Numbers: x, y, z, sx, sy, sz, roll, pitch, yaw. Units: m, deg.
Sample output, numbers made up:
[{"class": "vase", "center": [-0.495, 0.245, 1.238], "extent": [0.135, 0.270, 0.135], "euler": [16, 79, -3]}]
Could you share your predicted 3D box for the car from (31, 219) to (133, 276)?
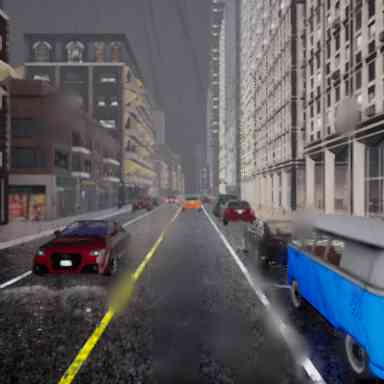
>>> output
[{"class": "car", "center": [-3.085, 1.550, 10.142], "extent": [1.994, 1.385, 4.181], "euler": [0, 0, 0]}]

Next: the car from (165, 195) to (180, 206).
[{"class": "car", "center": [-3.065, 1.292, 51.969], "extent": [2.097, 1.767, 4.553], "euler": [0, 0, 0]}]

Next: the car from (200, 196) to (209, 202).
[{"class": "car", "center": [2.698, 1.491, 72.983], "extent": [1.947, 1.339, 4.313], "euler": [0, 0, 0]}]

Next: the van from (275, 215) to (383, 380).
[{"class": "van", "center": [2.692, 1.332, 5.200], "extent": [1.690, 1.788, 3.998], "euler": [0, 0, 0]}]

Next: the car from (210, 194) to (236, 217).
[{"class": "car", "center": [3.110, 1.187, 30.787], "extent": [2.150, 2.045, 5.566], "euler": [0, 0, 0]}]

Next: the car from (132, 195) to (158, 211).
[{"class": "car", "center": [-5.686, 1.267, 39.093], "extent": [2.192, 1.841, 5.009], "euler": [0, 0, 0]}]

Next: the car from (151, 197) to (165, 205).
[{"class": "car", "center": [-5.683, 1.487, 56.038], "extent": [2.008, 1.369, 4.403], "euler": [0, 0, 0]}]

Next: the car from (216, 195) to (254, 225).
[{"class": "car", "center": [3.116, 1.319, 23.728], "extent": [2.097, 1.767, 4.553], "euler": [0, 0, 0]}]

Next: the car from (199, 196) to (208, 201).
[{"class": "car", "center": [2.698, 1.505, 78.632], "extent": [1.802, 1.307, 4.206], "euler": [0, 0, 0]}]

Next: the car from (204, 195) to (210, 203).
[{"class": "car", "center": [2.697, 1.512, 61.686], "extent": [1.802, 1.307, 4.206], "euler": [0, 0, 0]}]

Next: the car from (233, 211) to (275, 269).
[{"class": "car", "center": [2.692, 1.534, 10.849], "extent": [2.008, 1.369, 4.403], "euler": [0, 0, 0]}]

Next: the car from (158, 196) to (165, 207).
[{"class": "car", "center": [-5.684, 1.507, 50.390], "extent": [1.947, 1.339, 4.313], "euler": [0, 0, 0]}]

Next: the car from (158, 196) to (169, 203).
[{"class": "car", "center": [-5.683, 1.455, 67.166], "extent": [1.752, 1.417, 4.829], "euler": [0, 0, 0]}]

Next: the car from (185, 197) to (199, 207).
[{"class": "car", "center": [0.023, 1.492, 50.538], "extent": [2.033, 1.411, 5.357], "euler": [0, 0, 1]}]

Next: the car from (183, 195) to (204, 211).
[{"class": "car", "center": [0.021, 1.306, 39.498], "extent": [2.097, 1.767, 4.553], "euler": [0, 0, 0]}]

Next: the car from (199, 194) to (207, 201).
[{"class": "car", "center": [2.699, 1.362, 84.280], "extent": [1.967, 1.590, 4.097], "euler": [0, 0, 0]}]

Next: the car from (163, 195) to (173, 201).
[{"class": "car", "center": [-5.682, 1.470, 78.633], "extent": [1.887, 1.381, 4.507], "euler": [0, 0, 0]}]
